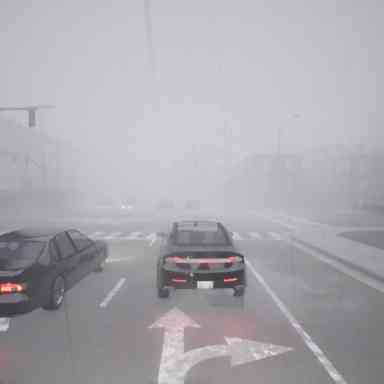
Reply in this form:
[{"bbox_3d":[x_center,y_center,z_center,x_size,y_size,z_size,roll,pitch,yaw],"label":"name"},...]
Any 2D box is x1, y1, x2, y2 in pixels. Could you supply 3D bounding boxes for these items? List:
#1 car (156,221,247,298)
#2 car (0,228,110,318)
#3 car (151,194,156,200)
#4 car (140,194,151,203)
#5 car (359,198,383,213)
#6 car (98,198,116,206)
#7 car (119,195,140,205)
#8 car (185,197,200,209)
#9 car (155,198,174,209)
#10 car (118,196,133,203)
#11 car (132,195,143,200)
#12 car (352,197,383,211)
[{"bbox_3d":[0.114,1.487,8.516,2.128,1.511,4.902,0,0,-3],"label":"car"},{"bbox_3d":[-3.432,1.543,7.712,2.033,1.411,5.357,0,0,0],"label":"car"},{"bbox_3d":[-10.510,1.366,86.711,2.128,1.511,4.902,0,0,0],"label":"car"},{"bbox_3d":[-10.508,1.319,70.846,2.097,1.767,4.553,0,0,0],"label":"car"},{"bbox_3d":[20.830,1.583,35.277,4.718,1.301,1.895,0,0,0],"label":"car"},{"bbox_3d":[-14.084,1.572,55.293,1.895,1.301,4.718,0,0,0],"label":"car"},{"bbox_3d":[-10.582,1.460,56.091,2.128,1.511,4.902,0,0,0],"label":"car"},{"bbox_3d":[0.095,1.455,44.526,1.882,1.535,5.008,0,0,0],"label":"car"},{"bbox_3d":[-3.419,1.503,43.973,1.812,1.442,4.674,0,0,0],"label":"car"},{"bbox_3d":[-14.008,1.504,70.448,2.033,1.411,5.357,0,0,0],"label":"car"},{"bbox_3d":[-14.010,1.395,86.351,2.033,1.411,5.357,0,0,0],"label":"car"},{"bbox_3d":[21.236,1.332,38.778,4.553,1.767,2.097,0,0,0],"label":"car"}]
